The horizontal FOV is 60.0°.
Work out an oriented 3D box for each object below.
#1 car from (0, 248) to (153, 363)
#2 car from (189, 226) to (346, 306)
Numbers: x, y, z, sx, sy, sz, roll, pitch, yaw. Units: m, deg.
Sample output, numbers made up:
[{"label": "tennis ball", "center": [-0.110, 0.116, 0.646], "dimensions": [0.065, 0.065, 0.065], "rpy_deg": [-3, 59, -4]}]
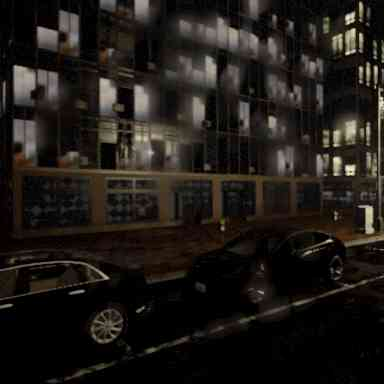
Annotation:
[{"label": "car", "center": [-2.685, 1.549, 4.641], "dimensions": [4.403, 1.369, 2.008], "rpy_deg": [0, 0, -36]}, {"label": "car", "center": [1.948, 1.526, 7.949], "dimensions": [4.313, 1.339, 1.947], "rpy_deg": [0, 0, -36]}]
